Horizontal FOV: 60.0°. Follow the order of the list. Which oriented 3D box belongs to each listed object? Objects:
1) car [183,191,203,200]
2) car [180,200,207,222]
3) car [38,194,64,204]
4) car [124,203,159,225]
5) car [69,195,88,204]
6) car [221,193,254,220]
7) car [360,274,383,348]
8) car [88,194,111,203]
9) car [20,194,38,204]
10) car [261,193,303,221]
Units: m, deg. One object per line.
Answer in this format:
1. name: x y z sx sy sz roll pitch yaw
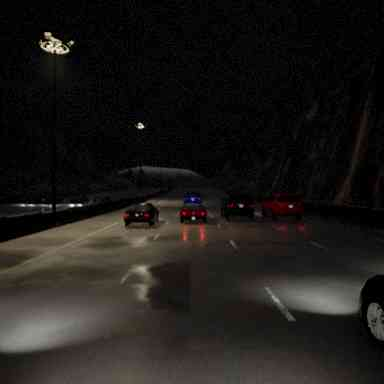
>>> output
1. car: 0.099 0.944 40.470 2.150 2.045 5.566 0 0 0
2. car: 0.100 1.500 25.157 1.895 1.301 4.718 0 0 0
3. car: -21.026 1.071 50.568 1.837 1.490 4.892 0 0 1
4. car: -3.400 1.463 23.056 2.033 1.411 5.357 0 0 0
5. car: -17.515 1.106 51.803 1.994 1.385 4.181 0 1 0
6. car: 3.600 1.105 26.968 2.150 2.045 5.566 0 0 0
7. car: 3.601 1.505 3.397 1.837 1.490 4.892 0 0 0
8. car: -14.010 1.033 51.847 2.128 1.511 4.902 0 1 0
9. car: -24.512 1.092 51.591 2.033 1.411 5.357 0 1 0
10. car: 7.100 1.108 26.588 2.150 2.045 5.566 0 0 0
